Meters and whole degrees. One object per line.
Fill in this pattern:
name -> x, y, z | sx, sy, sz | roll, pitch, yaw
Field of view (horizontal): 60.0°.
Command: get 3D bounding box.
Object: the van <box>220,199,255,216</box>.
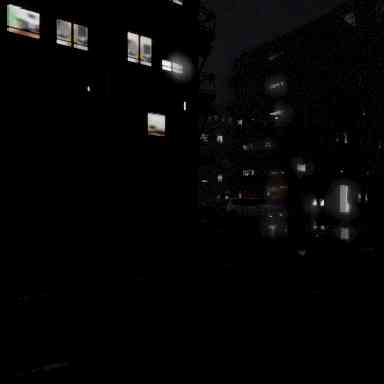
van -> 5.146, 1.677, 38.094 | 1.690, 1.788, 3.998 | -1, 0, -36

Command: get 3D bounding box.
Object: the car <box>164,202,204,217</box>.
car -> -0.944, 1.866, 36.618 | 1.882, 1.535, 5.008 | 0, -1, -36

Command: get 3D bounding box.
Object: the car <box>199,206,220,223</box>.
car -> 1.738, 1.875, 28.655 | 1.802, 1.307, 4.206 | -1, 0, -36

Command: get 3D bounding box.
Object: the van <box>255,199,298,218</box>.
van -> 8.469, 1.603, 33.584 | 1.690, 1.788, 3.998 | -1, 0, -36

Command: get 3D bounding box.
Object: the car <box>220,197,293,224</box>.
car -> 5.298, 1.472, 28.146 | 2.150, 2.045, 5.566 | 0, -1, -36
